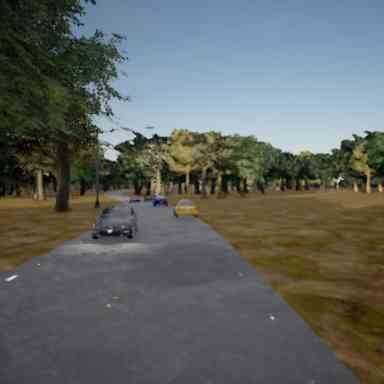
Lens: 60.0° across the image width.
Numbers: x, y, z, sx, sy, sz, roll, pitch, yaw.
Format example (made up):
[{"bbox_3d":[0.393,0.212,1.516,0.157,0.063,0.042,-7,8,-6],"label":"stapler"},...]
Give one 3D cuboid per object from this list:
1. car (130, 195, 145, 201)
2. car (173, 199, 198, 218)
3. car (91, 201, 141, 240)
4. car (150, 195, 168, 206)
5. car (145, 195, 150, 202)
[{"bbox_3d":[-9.908,1.261,58.201,2.033,1.411,5.357,0,1,-12],"label":"car"},{"bbox_3d":[-0.613,1.337,28.603,1.801,1.575,5.366,0,0,-6],"label":"car"},{"bbox_3d":[-3.768,1.455,16.911,1.837,1.490,4.892,0,0,-4],"label":"car"},{"bbox_3d":[-4.736,1.243,48.970,1.882,1.535,5.008,0,0,-11],"label":"car"},{"bbox_3d":[-8.191,1.253,64.540,1.895,1.301,4.718,0,1,-15],"label":"car"}]
